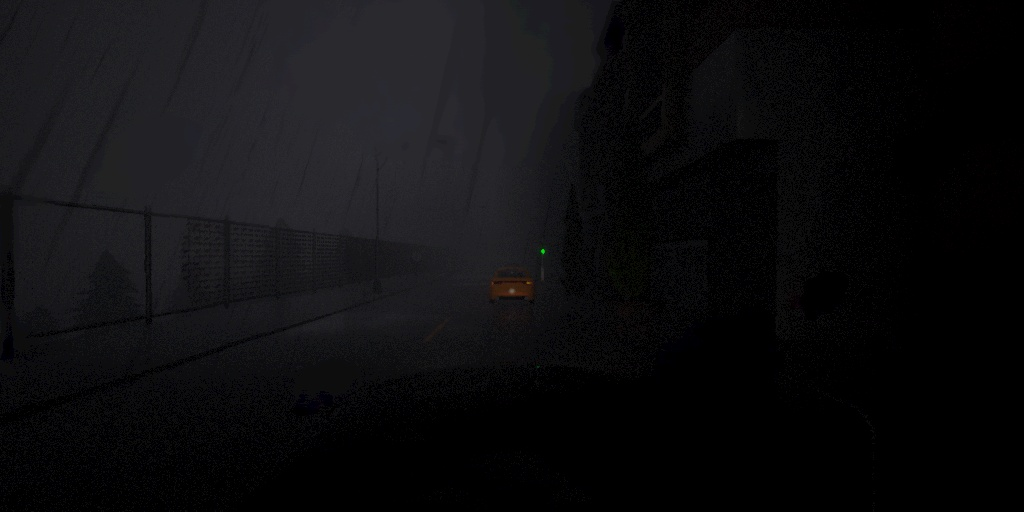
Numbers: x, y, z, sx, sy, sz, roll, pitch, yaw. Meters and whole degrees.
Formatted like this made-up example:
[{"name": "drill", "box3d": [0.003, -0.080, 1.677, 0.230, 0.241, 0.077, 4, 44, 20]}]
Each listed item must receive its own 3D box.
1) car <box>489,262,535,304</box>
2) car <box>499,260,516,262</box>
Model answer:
[{"name": "car", "box3d": [0.000, 1.233, 16.500, 1.882, 1.535, 5.008, 0, 0, 0]}, {"name": "car", "box3d": [0.001, 1.321, 31.499, 1.994, 1.385, 4.181, 0, 0, 0]}]
